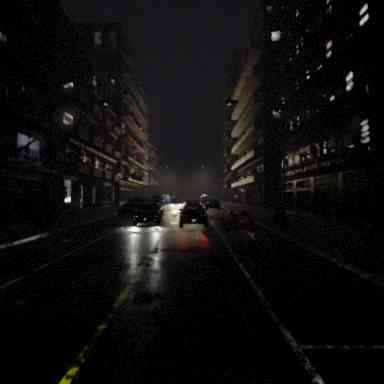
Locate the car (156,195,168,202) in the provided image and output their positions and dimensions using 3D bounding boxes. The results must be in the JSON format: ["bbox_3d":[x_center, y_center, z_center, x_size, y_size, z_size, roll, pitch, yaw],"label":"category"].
[{"bbox_3d":[-5.665,1.373,54.020,2.192,1.841,5.009,1,0,0],"label":"car"}]

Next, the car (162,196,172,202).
[{"bbox_3d":[-5.658,1.639,76.759,2.008,1.369,4.403,1,0,0],"label":"car"}]

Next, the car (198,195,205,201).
[{"bbox_3d":[2.713,1.680,93.872,1.947,1.339,4.313,1,0,0],"label":"car"}]

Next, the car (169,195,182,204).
[{"bbox_3d":[-3.008,1.685,64.513,1.895,1.301,4.718,0,0,0],"label":"car"}]

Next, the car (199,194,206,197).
[{"bbox_3d":[2.713,1.506,59.764,1.967,1.590,4.097,1,0,0],"label":"car"}]

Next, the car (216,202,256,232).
[{"bbox_3d":[2.707,1.545,20.141,1.752,1.417,4.829,1,0,0],"label":"car"}]

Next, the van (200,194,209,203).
[{"bbox_3d":[2.715,1.422,71.134,1.690,1.788,3.998,1,0,0],"label":"van"}]

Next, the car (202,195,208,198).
[{"bbox_3d":[2.710,1.577,48.565,1.752,1.417,4.829,1,0,0],"label":"car"}]

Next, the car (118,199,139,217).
[{"bbox_3d":[-5.673,1.597,31.282,1.947,1.339,4.313,1,0,0],"label":"car"}]

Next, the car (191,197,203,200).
[{"bbox_3d":[0.105,1.648,45.043,1.895,1.301,4.718,0,0,0],"label":"car"}]

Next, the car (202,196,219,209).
[{"bbox_3d":[2.708,1.611,42.710,1.947,1.339,4.313,1,0,0],"label":"car"}]

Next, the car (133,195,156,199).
[{"bbox_3d":[-5.667,1.353,36.966,2.192,1.841,5.009,1,0,0],"label":"car"}]

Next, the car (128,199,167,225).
[{"bbox_3d":[-3.096,1.528,24.230,1.837,1.490,4.892,0,0,0],"label":"car"}]

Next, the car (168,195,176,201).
[{"bbox_3d":[-5.632,1.554,93.813,1.967,1.590,4.097,1,0,0],"label":"car"}]

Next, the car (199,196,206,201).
[{"bbox_3d":[2.712,1.687,88.187,1.802,1.307,4.206,1,0,0],"label":"car"}]

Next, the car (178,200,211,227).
[{"bbox_3d":[0.102,1.547,22.665,1.812,1.442,4.674,0,0,0],"label":"car"}]

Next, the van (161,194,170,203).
[{"bbox_3d":[-5.671,1.421,71.074,1.690,1.788,3.998,1,0,0],"label":"van"}]
